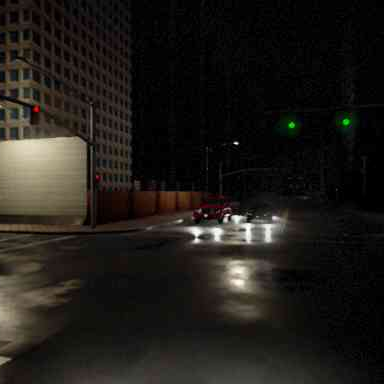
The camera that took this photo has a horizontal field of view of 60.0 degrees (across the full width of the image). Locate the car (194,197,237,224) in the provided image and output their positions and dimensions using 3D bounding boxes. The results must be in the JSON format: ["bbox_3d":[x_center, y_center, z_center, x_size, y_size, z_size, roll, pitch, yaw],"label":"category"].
[{"bbox_3d":[1.843,1.396,27.037,2.150,2.045,5.566,0,0,18],"label":"car"}]

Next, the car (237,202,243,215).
[{"bbox_3d":[4.558,1.779,36.009,1.994,1.385,4.181,0,0,17],"label":"car"}]

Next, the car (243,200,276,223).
[{"bbox_3d":[5.693,1.671,27.662,1.837,1.490,4.892,0,0,17],"label":"car"}]

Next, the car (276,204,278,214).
[{"bbox_3d":[8.418,1.698,36.657,2.128,1.511,4.902,0,0,17],"label":"car"}]
